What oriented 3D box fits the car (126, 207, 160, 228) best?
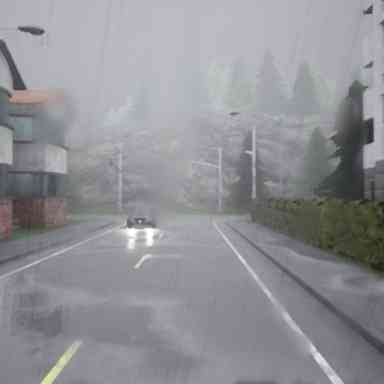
[{"bbox_3d":[-3.498,1.835,24.502,1.994,1.385,4.181,0,-1,1],"label":"car"}]
